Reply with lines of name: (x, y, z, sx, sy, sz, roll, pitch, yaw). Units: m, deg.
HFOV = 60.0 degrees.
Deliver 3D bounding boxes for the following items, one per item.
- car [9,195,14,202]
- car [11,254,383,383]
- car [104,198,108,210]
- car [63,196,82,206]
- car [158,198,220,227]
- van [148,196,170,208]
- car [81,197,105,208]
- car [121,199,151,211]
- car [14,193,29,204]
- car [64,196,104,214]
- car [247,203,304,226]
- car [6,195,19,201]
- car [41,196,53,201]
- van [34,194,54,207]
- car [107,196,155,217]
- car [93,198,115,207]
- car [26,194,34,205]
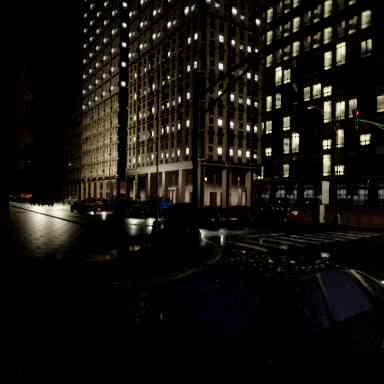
car: (-36.882, 1.397, 69.845, 1.947, 1.339, 4.313, 1, -1, -35)
car: (0.893, 1.549, 4.010, 5.357, 1.411, 2.033, 0, 0, -35)
car: (-11.748, 1.468, 38.833, 2.033, 1.411, 5.357, 1, -1, -35)
car: (-20.351, 1.486, 56.334, 1.812, 1.442, 4.674, 1, -1, -35)
car: (-0.154, 1.426, 22.425, 1.882, 1.535, 5.008, 1, -1, -36)
van: (-3.936, 1.382, 37.800, 1.690, 1.788, 3.998, 1, -1, -35)
car: (-14.361, 1.477, 47.961, 1.837, 1.490, 4.892, 1, -1, -35)
car: (-7.202, 1.585, 42.409, 2.008, 1.369, 4.403, 1, -1, -35)
car: (-30.353, 1.155, 60.626, 2.192, 1.841, 5.009, 1, -1, -35)
car: (-10.779, 1.427, 32.958, 2.008, 1.369, 4.403, 1, -1, -35)
car: (5.852, 1.505, 23.967, 1.967, 1.590, 4.097, 1, -1, -35)
car: (-40.145, 1.378, 74.456, 2.008, 1.369, 4.403, 1, -1, -35)
car: (-36.569, 1.571, 83.906, 1.802, 1.307, 4.206, 1, -1, -35)
van: (-20.564, 1.197, 46.793, 1.690, 1.788, 3.998, 1, -1, -35)
car: (-5.603, 1.412, 30.128, 1.882, 1.535, 5.008, 1, -1, -35)
car: (-13.729, 1.587, 51.630, 1.947, 1.339, 4.313, 1, -1, -35)
car: (-23.831, 1.432, 51.401, 1.802, 1.307, 4.206, 1, -1, -35)
